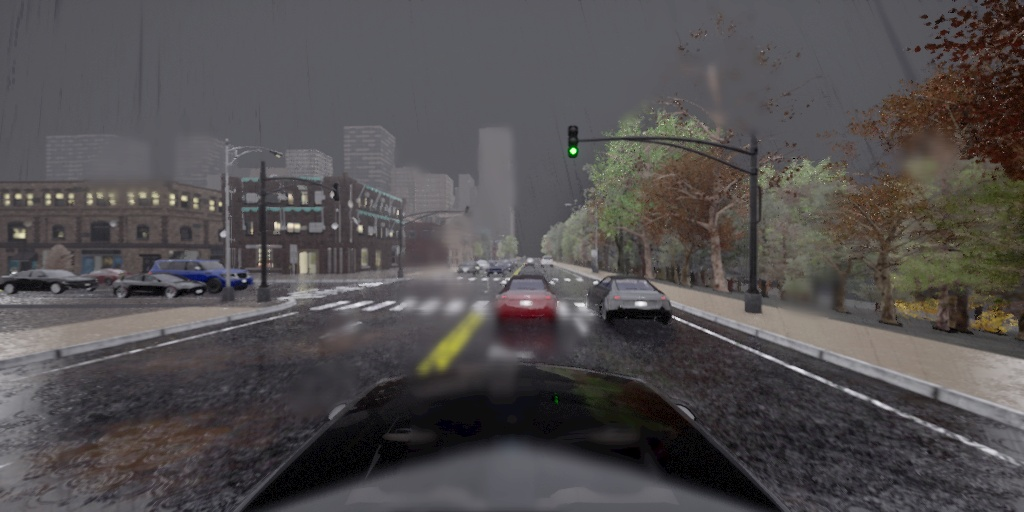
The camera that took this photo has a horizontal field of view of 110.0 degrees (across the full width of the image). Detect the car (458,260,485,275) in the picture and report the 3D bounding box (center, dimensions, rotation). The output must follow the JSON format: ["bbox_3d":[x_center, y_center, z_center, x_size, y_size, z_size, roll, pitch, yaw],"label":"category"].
[{"bbox_3d":[-4.693,1.293,39.727,2.128,1.511,4.902,0,0,3],"label":"car"}]

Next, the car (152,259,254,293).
[{"bbox_3d":[-19.261,1.205,22.265,5.566,2.045,2.150,-1,0,3],"label":"car"}]

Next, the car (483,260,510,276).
[{"bbox_3d":[-1.533,1.405,37.980,1.895,1.301,4.718,0,0,3],"label":"car"}]

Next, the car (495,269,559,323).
[{"bbox_3d":[0.543,1.332,12.329,1.994,1.385,4.181,0,0,3],"label":"car"}]

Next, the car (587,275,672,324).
[{"bbox_3d":[3.793,1.337,12.215,1.994,1.385,4.181,0,0,3],"label":"car"}]

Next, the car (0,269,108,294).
[{"bbox_3d":[-29.306,1.563,22.801,5.008,1.535,1.882,-1,0,3],"label":"car"}]

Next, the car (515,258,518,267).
[{"bbox_3d":[-0.518,1.337,57.007,1.837,1.490,4.892,0,0,3],"label":"car"}]

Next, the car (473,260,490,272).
[{"bbox_3d":[-4.160,1.343,49.888,1.812,1.442,4.674,0,0,3],"label":"car"}]

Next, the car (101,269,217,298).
[{"bbox_3d":[-19.112,1.569,19.545,4.313,1.339,1.948,0,0,3],"label":"car"}]

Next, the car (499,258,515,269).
[{"bbox_3d":[-1.056,1.169,47.041,2.097,1.767,4.553,0,0,3],"label":"car"}]
